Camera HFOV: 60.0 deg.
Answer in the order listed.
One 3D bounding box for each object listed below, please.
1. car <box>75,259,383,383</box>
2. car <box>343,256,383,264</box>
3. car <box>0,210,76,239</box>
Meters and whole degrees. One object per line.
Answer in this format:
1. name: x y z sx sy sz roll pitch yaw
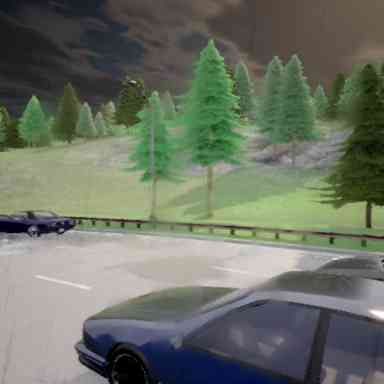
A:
1. car: 1.233 1.546 3.111 5.357 1.411 2.033 0 0 35
2. car: 4.407 1.506 5.147 4.892 1.490 1.837 0 0 35
3. car: -8.422 1.564 16.987 4.718 1.301 1.895 0 0 21
